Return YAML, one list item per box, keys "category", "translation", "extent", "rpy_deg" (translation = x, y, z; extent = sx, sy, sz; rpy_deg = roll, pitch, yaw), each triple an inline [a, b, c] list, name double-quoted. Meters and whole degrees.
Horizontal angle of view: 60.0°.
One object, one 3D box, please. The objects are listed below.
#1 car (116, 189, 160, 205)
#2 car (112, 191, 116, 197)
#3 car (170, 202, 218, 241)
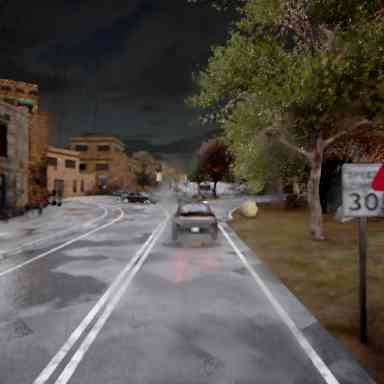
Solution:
- category: "car"
  translation: [-6.009, 0.722, 38.659]
  extent: [4.892, 1.490, 1.837]
  rpy_deg: [1, 2, 24]
- category: "car"
  translation: [-11.842, 0.135, 58.452]
  extent: [2.128, 1.511, 4.902]
  rpy_deg: [-1, 0, 38]
- category: "car"
  translation: [0.063, 1.205, 14.676]
  extent: [2.128, 1.511, 4.902]
  rpy_deg: [0, -1, -2]
